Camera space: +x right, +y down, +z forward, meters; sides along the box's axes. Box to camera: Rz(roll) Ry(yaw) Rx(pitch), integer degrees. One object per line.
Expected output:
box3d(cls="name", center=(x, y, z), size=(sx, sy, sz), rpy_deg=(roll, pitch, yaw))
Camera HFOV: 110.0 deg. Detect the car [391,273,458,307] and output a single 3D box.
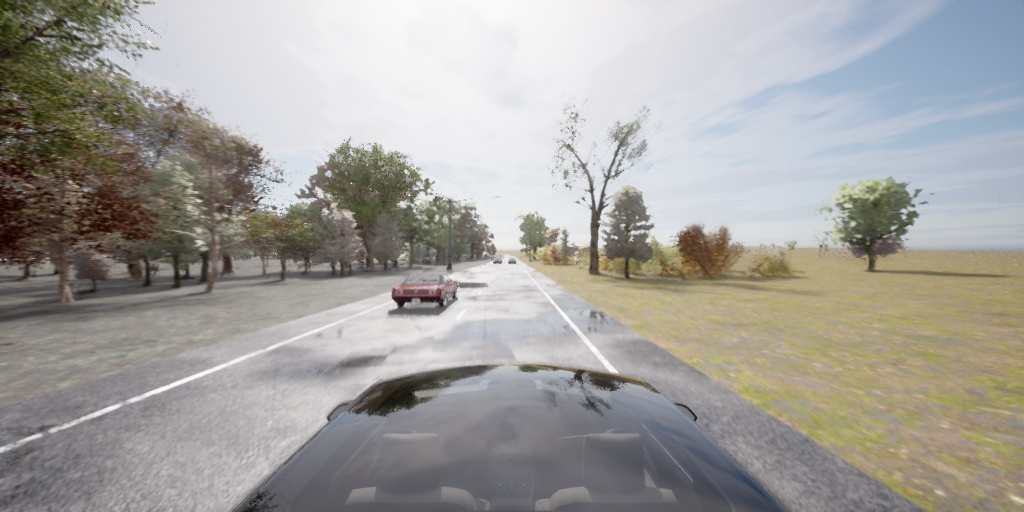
box3d(cls="car", center=(-3.493, 1.353, 15.322), size=(1.895, 1.301, 4.718), rpy_deg=(0, 0, 0))
